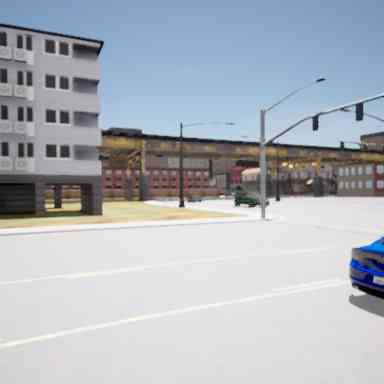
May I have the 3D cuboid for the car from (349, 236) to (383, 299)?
[{"bbox_3d":[5.575,1.396,6.921,5.008,1.535,1.882,-1,0,-25],"label":"car"}]

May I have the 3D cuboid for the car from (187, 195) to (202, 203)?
[{"bbox_3d":[0.429,1.200,57.894,1.812,1.442,4.674,-1,0,-13],"label":"car"}]

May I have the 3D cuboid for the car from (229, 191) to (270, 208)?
[{"bbox_3d":[7.435,0.930,41.917,2.150,2.045,5.566,-1,0,-26],"label":"car"}]
